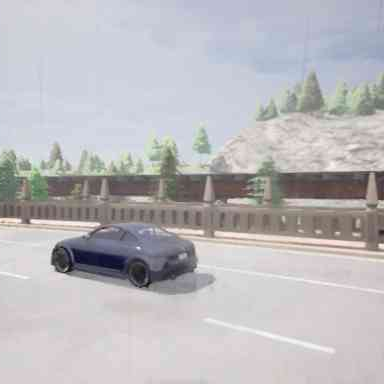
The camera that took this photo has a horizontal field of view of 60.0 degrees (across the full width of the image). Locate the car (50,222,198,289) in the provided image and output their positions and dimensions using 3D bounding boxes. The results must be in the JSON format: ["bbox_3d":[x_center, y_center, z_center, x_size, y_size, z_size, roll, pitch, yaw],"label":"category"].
[{"bbox_3d":[-1.921,1.527,9.105,4.181,1.385,1.994,0,0,32],"label":"car"}]
